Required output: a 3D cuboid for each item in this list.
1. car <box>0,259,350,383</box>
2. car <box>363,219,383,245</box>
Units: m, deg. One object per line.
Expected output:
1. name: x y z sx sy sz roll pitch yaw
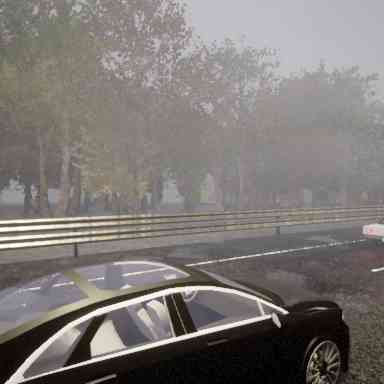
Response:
1. car: -0.322 1.490 3.422 4.902 1.511 2.128 0 0 -35
2. car: 9.404 1.581 14.024 4.718 1.301 1.895 0 0 -32
